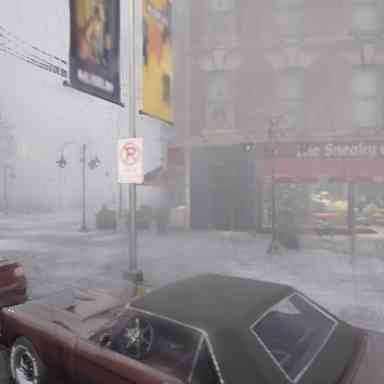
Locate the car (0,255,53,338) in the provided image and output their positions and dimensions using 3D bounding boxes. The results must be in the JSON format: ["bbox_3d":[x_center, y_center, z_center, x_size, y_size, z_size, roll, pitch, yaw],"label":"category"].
[{"bbox_3d":[-5.122,1.524,6.167,4.674,1.452,2.002,0,0,26],"label":"car"}]
